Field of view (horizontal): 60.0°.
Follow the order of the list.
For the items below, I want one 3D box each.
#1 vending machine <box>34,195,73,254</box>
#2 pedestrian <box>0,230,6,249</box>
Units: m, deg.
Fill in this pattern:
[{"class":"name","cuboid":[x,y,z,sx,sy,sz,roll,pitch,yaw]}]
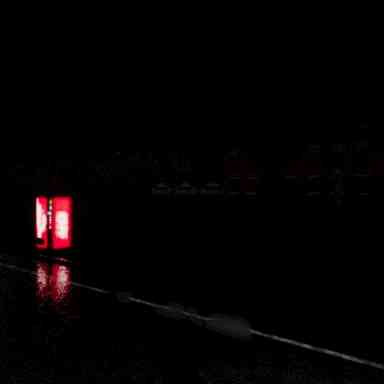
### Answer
[{"class":"vending machine","cuboid":[-5.268,1.171,12.682,0.880,2.100,1.100,0,0,36]},{"class":"pedestrian","cuboid":[-7.013,1.590,12.063,0.500,1.100,0.500,0,0,36]}]
